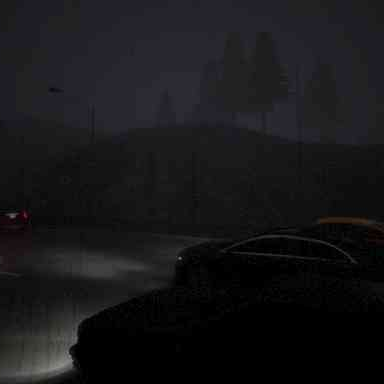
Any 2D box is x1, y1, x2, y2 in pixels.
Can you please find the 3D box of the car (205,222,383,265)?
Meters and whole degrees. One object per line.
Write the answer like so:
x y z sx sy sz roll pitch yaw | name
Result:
1.861 1.487 6.790 4.902 1.511 2.128 0 0 34 | car

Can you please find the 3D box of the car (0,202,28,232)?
-11.331 1.312 18.465 4.553 1.767 2.097 0 0 27 | car

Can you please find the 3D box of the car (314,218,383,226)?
4.103 1.473 9.493 5.008 1.535 1.882 0 0 35 | car

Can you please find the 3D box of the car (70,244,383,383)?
1.221 1.546 3.062 5.357 1.411 2.033 0 0 34 | car
